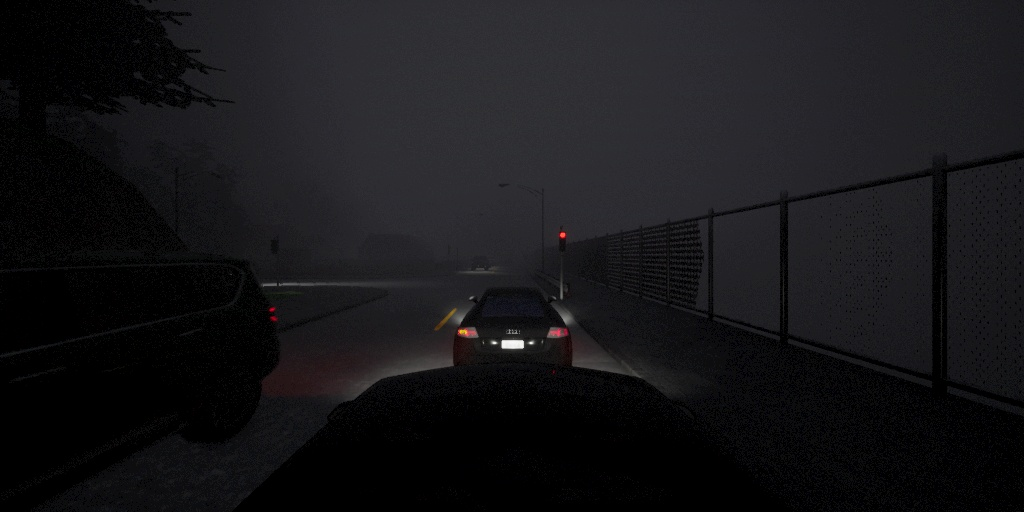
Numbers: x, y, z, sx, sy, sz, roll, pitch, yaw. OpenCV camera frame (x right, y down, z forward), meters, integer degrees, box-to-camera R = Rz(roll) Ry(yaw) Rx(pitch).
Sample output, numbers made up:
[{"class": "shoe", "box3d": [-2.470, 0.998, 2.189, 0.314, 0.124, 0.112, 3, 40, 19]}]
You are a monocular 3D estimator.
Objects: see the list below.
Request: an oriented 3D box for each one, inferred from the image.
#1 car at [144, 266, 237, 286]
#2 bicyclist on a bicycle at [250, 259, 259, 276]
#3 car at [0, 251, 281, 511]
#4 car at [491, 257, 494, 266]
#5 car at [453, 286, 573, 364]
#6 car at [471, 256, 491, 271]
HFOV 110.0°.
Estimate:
[{"class": "car", "box3d": [-22.198, 1.351, 24.896, 4.718, 1.301, 1.895, 0, 0, 0]}, {"class": "bicyclist on a bicycle", "box3d": [-24.050, 1.099, 33.279, 0.582, 1.620, 1.656, 0, 0, 0]}, {"class": "car", "box3d": [-4.104, 0.971, 2.418, 2.150, 2.045, 5.566, 0, 0, 0]}, {"class": "car", "box3d": [-4.556, 1.276, 60.514, 1.812, 1.442, 4.674, 0, 0, 0]}, {"class": "car", "box3d": [0.018, 1.314, 7.464, 1.994, 1.385, 4.181, 0, 0, 0]}, {"class": "car", "box3d": [-4.494, 0.972, 50.597, 2.150, 2.045, 5.566, 0, 0, 0]}]
